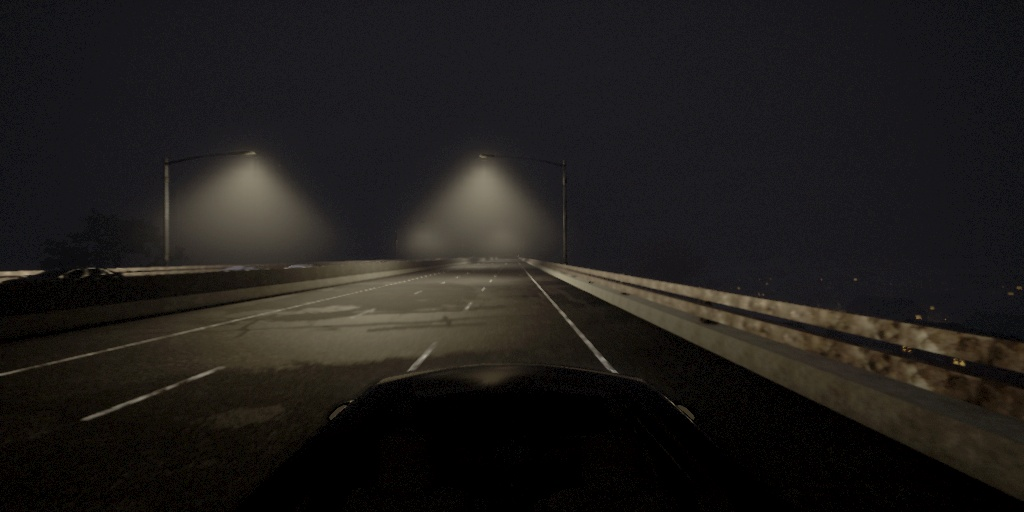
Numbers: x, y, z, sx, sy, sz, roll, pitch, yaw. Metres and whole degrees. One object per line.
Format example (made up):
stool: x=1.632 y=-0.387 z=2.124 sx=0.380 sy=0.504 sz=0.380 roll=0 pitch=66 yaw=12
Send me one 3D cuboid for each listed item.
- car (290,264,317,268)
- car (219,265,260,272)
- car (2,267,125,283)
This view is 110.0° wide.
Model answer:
car: x=-17.486 y=1.390 z=29.941 sx=2.033 sy=1.411 sz=5.357 roll=0 pitch=0 yaw=1
car: x=-21.011 y=1.422 z=27.655 sx=1.994 sy=1.385 sz=4.181 roll=0 pitch=0 yaw=1
car: x=-24.568 y=1.377 z=19.889 sx=1.837 sy=1.490 sz=4.892 roll=0 pitch=0 yaw=0
